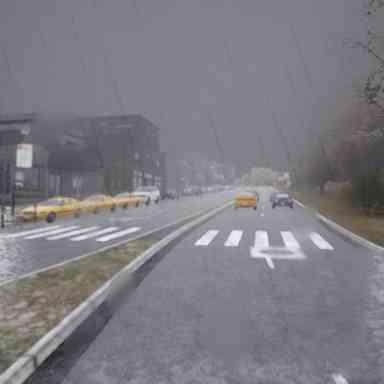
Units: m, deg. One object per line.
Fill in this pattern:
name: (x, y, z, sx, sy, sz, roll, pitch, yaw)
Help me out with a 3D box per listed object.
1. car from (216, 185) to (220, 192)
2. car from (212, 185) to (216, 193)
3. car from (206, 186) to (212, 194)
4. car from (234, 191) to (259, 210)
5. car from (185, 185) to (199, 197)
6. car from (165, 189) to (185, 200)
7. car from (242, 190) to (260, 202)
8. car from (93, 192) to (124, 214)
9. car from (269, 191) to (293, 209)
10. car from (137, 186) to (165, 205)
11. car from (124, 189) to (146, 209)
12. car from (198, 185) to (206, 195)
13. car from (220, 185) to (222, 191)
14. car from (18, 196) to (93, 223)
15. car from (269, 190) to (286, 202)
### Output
car: (5.174, -0.765, 86.897, 2.185, 1.767, 4.553, 0, 1, 12)
car: (3.952, -0.496, 81.292, 1.946, 1.575, 5.366, 0, 1, 12)
car: (2.434, -0.317, 74.592, 2.231, 1.521, 4.892, 0, 1, 13)
car: (5.091, 0.769, 31.163, 1.882, 1.535, 5.008, 0, 1, 13)
car: (-0.686, 0.062, 60.015, 2.231, 1.521, 4.892, 0, 1, 12)
car: (-3.051, 0.372, 49.187, 2.163, 1.488, 4.792, 0, 1, 12)
car: (7.843, 0.506, 43.851, 2.033, 1.411, 5.357, 0, 1, 13)
car: (-7.815, 0.909, 27.326, 1.946, 1.575, 5.366, 0, 1, 12)
car: (8.501, 0.778, 31.545, 1.812, 1.442, 4.674, 0, 2, 13)
car: (-5.400, 0.372, 38.390, 2.435, 2.045, 5.566, 0, 1, 12)
car: (-6.638, 0.768, 32.723, 1.946, 1.575, 5.366, 0, 1, 12)
car: (0.481, -0.330, 65.372, 2.435, 2.045, 5.566, 0, 1, 12)
car: (6.305, -0.777, 92.085, 1.946, 1.575, 5.366, 0, 1, 12)
car: (-9.001, 1.052, 21.934, 1.946, 1.575, 5.366, 0, 1, 12)
car: (11.216, 0.495, 43.803, 1.994, 1.385, 4.181, 0, 2, 12)
